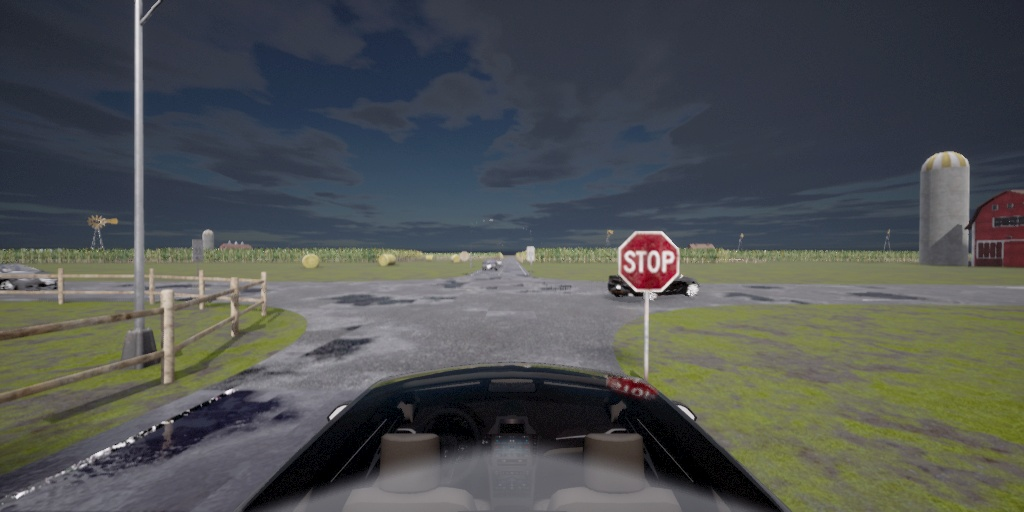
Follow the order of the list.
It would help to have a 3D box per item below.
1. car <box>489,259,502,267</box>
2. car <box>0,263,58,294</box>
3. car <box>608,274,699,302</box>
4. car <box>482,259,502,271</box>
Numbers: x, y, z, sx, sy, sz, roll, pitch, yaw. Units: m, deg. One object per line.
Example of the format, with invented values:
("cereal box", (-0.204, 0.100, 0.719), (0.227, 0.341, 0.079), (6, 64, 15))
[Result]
("car", (-2.745, 1.228, 61.347), (1.895, 1.301, 4.718), (0, 0, 0))
("car", (-26.430, 1.132, 18.649), (4.902, 1.511, 2.128), (0, 1, 0))
("car", (6.869, 1.244, 17.229), (5.008, 1.535, 1.882), (0, 0, -31))
("car", (-2.780, 1.146, 45.726), (2.128, 1.511, 4.902), (0, 0, 0))
